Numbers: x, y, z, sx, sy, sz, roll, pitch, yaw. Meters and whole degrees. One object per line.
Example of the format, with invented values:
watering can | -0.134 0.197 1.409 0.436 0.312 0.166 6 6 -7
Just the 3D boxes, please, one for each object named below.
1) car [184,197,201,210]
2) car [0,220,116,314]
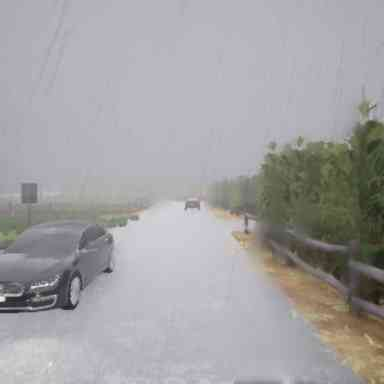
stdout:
car | 0.067 1.413 41.752 1.882 1.535 5.008 0 0 0
car | -3.127 1.492 7.882 1.837 1.490 4.892 0 0 1
